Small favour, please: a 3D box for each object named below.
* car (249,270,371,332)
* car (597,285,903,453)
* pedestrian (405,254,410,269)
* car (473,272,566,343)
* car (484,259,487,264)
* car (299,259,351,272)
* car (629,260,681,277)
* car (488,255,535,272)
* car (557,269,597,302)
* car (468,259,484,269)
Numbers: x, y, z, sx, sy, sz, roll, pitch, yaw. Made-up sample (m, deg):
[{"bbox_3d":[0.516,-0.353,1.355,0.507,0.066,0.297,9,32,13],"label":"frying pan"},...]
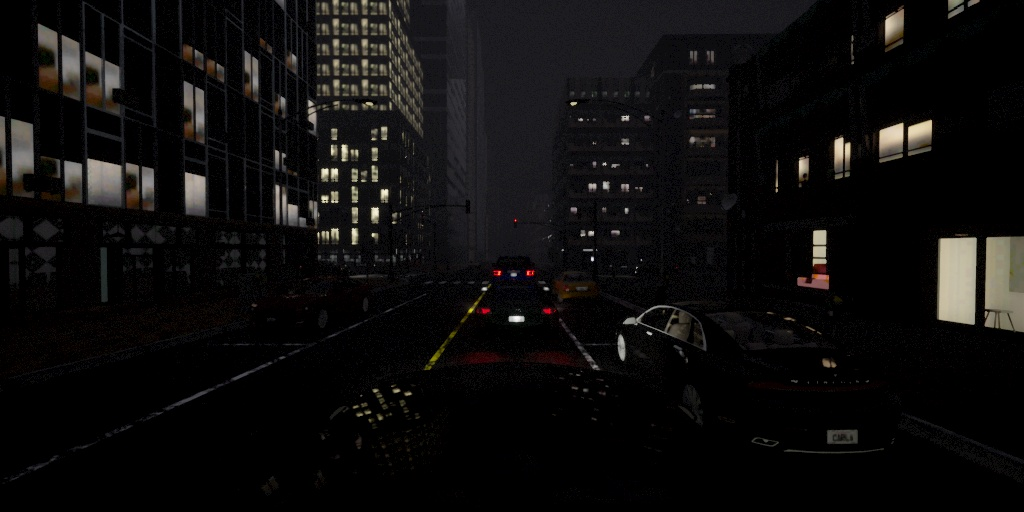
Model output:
[{"bbox_3d":[-5.825,1.292,10.927,1.888,1.381,4.507,0,0,0],"label":"car"},{"bbox_3d":[2.817,1.299,5.228,2.007,1.370,4.403,0,0,0],"label":"car"},{"bbox_3d":[-12.564,0.670,42.984,0.375,1.860,0.375,0,0,1],"label":"pedestrian"},{"bbox_3d":[0.095,1.312,9.652,1.994,1.385,4.181,0,0,0],"label":"car"},{"bbox_3d":[-5.713,1.304,60.123,1.948,1.339,4.313,0,0,0],"label":"car"},{"bbox_3d":[-17.870,1.154,34.321,4.674,1.442,1.812,1,1,2],"label":"car"},{"bbox_3d":[14.587,1.204,37.066,4.553,1.767,2.097,1,1,0],"label":"car"},{"bbox_3d":[0.087,0.967,19.459,2.150,2.045,5.566,0,0,0],"label":"car"},{"bbox_3d":[2.813,1.271,16.687,1.751,1.417,4.829,0,0,0],"label":"car"},{"bbox_3d":[-5.710,1.264,54.299,1.751,1.417,4.829,0,0,0],"label":"car"}]
